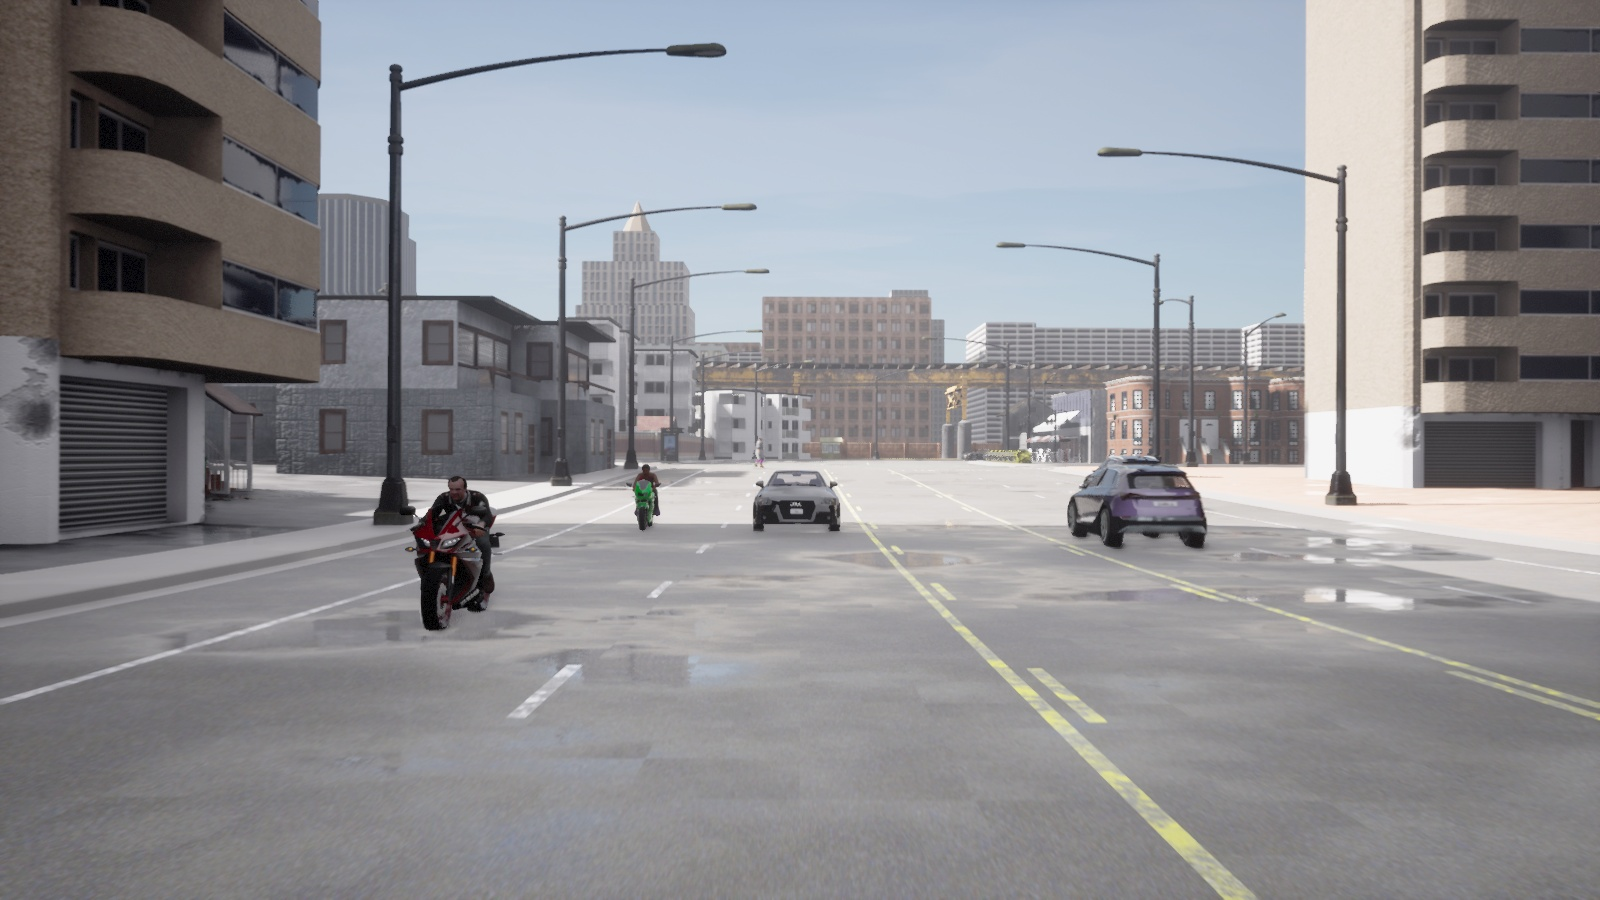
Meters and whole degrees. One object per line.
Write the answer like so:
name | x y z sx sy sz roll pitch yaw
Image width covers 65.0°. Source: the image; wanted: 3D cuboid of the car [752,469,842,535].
car | -0.070 1.183 29.908 1.994 1.385 4.181 0 0 0

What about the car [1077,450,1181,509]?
car | 10.405 0.890 40.079 2.033 1.649 4.856 0 1 0

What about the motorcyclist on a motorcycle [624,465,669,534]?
motorcyclist on a motorcycle | -3.568 1.118 29.265 0.797 1.523 2.044 0 0 0

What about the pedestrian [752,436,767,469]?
pedestrian | -2.480 0.160 76.209 0.873 1.952 0.659 0 0 -4

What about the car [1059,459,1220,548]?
car | 6.939 1.032 26.256 2.033 1.649 4.856 0 0 0

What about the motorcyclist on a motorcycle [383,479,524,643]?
motorcyclist on a motorcycle | -3.530 1.078 13.014 0.866 1.530 2.191 0 -1 0
